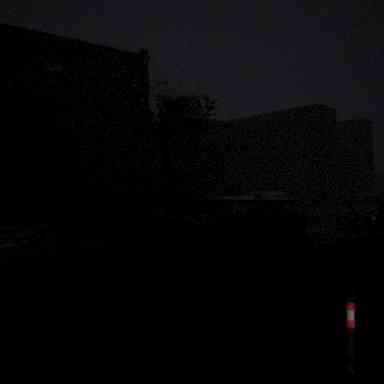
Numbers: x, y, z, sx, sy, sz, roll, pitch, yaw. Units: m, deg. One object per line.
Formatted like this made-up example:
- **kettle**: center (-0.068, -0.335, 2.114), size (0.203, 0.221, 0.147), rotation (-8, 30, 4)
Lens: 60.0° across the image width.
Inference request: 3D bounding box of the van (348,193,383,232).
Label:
- **van**: center (10.357, 1.064, 18.346), size (4.442, 1.987, 1.878), rotation (1, 0, -38)

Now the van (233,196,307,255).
- **van**: center (2.358, 1.136, 12.426), size (4.442, 1.987, 1.878), rotation (1, 0, -38)

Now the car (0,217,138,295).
- **car**: center (-2.933, 1.437, 8.632), size (4.792, 1.488, 2.163), rotation (1, 0, -37)
